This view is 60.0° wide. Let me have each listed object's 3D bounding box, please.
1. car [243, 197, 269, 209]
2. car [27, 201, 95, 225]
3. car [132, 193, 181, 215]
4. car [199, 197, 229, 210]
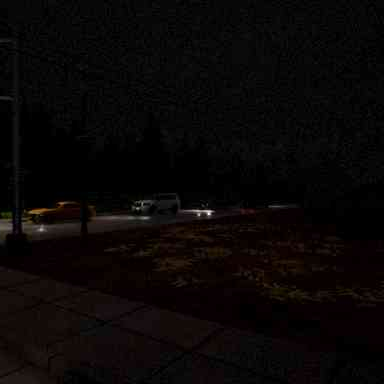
[{"bbox_3d":[8.305,1.359,42.856,2.128,1.511,4.902,0,0,37],"label":"car"},{"bbox_3d":[-9.637,1.485,24.845,1.882,1.535,5.008,0,0,36],"label":"car"},{"bbox_3d":[-3.434,1.175,33.221,2.150,2.045,5.566,0,0,36],"label":"car"},{"bbox_3d":[2.781,1.404,41.584,1.837,1.490,4.892,0,0,37],"label":"car"}]
